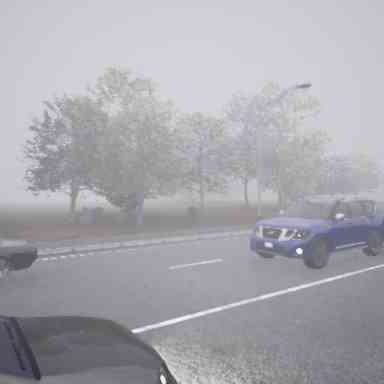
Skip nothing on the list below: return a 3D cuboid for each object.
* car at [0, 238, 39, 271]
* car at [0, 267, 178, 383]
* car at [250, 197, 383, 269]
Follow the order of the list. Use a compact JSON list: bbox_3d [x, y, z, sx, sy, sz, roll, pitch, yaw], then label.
[{"bbox_3d":[-6.415,1.601,8.014,4.718,1.301,1.895,0,0,-35],"label":"car"},{"bbox_3d":[-2.108,1.564,2.242,4.181,1.385,1.994,0,0,-36],"label":"car"},{"bbox_3d":[4.536,1.221,11.511,5.566,2.045,2.150,0,0,-35],"label":"car"}]
